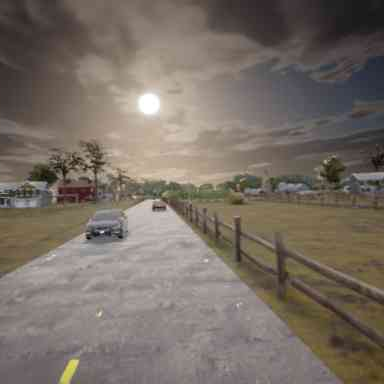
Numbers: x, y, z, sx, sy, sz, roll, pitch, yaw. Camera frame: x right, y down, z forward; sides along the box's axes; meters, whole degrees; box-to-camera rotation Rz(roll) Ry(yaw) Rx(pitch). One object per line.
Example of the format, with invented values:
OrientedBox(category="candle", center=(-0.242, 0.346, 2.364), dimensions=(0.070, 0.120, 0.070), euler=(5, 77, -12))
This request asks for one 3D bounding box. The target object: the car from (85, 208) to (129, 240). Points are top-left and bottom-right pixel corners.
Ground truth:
OrientedBox(category="car", center=(-4.563, 1.684, 18.350), dimensions=(1.837, 1.490, 4.892), euler=(-2, 0, -6))

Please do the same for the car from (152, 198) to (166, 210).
OrientedBox(category="car", center=(-4.784, 1.854, 48.462), dimensions=(1.994, 1.385, 4.181), euler=(-2, 0, -6))

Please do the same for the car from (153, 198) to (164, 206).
OrientedBox(category="car", center=(-6.647, 1.962, 65.396), dimensions=(2.033, 1.411, 5.357), euler=(-2, 0, -5))
